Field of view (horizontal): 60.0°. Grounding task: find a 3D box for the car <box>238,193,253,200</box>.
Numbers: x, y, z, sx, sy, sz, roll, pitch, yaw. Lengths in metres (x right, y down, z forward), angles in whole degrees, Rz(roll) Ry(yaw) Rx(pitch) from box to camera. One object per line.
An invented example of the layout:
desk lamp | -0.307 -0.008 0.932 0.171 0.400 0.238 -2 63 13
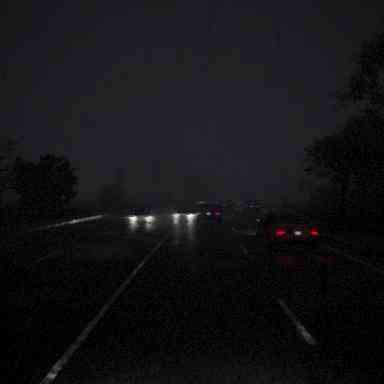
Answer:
car | 12.124 1.181 75.468 2.150 2.045 5.566 0 0 26

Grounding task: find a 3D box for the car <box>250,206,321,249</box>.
car | 4.016 1.557 14.657 2.033 1.411 5.357 0 0 3

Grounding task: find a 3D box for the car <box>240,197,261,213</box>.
car | 6.747 1.574 37.313 2.033 1.411 5.357 0 0 11

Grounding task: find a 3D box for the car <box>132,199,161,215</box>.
car | -4.622 1.483 34.148 1.882 1.535 5.008 0 0 9

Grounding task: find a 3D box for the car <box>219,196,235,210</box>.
car | 4.421 1.588 42.803 1.994 1.385 4.181 0 0 13

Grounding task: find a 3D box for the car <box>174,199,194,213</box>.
car | -0.644 1.517 36.665 1.837 1.490 4.892 0 0 11

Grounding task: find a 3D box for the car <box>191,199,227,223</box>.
car | 1.436 1.560 25.631 2.033 1.411 5.357 0 0 6
